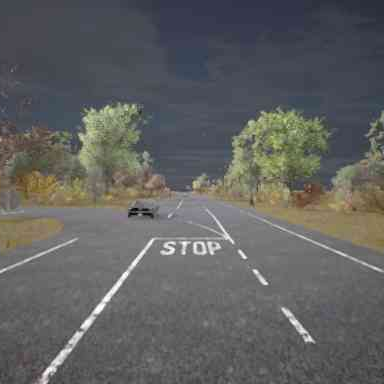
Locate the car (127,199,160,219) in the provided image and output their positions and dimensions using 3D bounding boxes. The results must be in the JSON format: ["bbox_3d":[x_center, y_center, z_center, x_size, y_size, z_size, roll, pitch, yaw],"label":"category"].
[{"bbox_3d":[-3.493,1.217,24.518,1.895,1.301,4.718,1,0,0],"label":"car"}]
